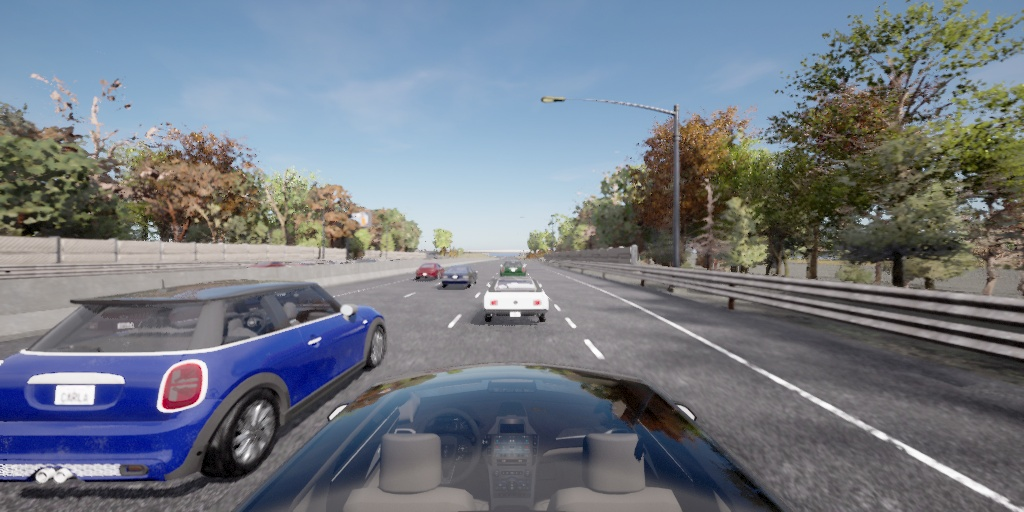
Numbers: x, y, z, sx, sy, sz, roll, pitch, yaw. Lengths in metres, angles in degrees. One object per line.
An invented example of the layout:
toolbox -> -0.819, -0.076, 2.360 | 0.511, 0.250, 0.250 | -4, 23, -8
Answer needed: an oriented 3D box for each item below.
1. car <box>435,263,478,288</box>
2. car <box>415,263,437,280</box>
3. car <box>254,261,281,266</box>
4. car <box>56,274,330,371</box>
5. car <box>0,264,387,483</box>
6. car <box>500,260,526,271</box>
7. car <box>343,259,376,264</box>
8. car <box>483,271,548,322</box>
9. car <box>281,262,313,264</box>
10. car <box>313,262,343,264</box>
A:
car -> -3.399, 1.297, 23.907 | 2.033, 1.411, 5.357 | 0, 0, 0
car -> -6.900, 1.279, 30.702 | 1.812, 1.442, 4.674 | 0, 0, 0
car -> -28.081, 1.285, 41.367 | 1.812, 1.442, 4.674 | 0, 0, 0
car -> -6.899, 1.295, 8.901 | 2.033, 1.411, 5.357 | 0, 0, 0
car -> -3.399, 1.101, 4.915 | 2.097, 1.767, 4.553 | 0, 0, 0
car -> 0.098, 1.105, 29.388 | 2.097, 1.767, 4.553 | 0, 0, 0
car -> -17.585, 1.112, 42.471 | 2.097, 1.767, 4.553 | 0, 0, 0
car -> 0.100, 1.349, 12.311 | 1.895, 1.301, 4.718 | 0, 0, 0
car -> -24.585, 1.361, 42.371 | 1.895, 1.301, 4.718 | 0, 0, 0
car -> -21.086, 1.362, 42.517 | 1.895, 1.301, 4.718 | 0, 0, 0
